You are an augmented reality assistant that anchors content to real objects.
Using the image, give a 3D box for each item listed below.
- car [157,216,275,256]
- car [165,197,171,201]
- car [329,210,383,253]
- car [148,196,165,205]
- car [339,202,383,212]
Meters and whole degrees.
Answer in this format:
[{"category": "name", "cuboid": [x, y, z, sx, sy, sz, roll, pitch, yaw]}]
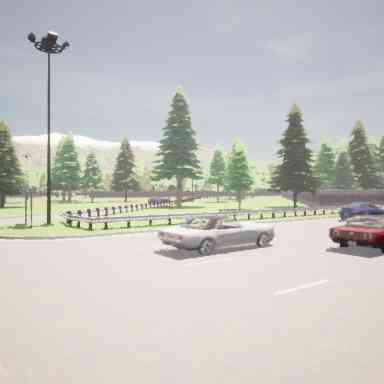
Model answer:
[{"category": "car", "cuboid": [1.116, 1.601, 13.129, 4.718, 1.301, 1.895, 0, 0, -35]}, {"category": "car", "cuboid": [-5.664, 1.601, 69.798, 1.895, 1.301, 4.718, 0, 0, 5]}, {"category": "car", "cuboid": [7.708, 1.601, 13.524, 4.718, 1.301, 1.895, 0, 0, -35]}, {"category": "car", "cuboid": [-6.658, 1.526, 59.571, 1.812, 1.442, 4.674, 0, 0, 5]}, {"category": "car", "cuboid": [13.414, 1.525, 26.176, 4.674, 1.442, 1.812, 0, 0, -35]}]
